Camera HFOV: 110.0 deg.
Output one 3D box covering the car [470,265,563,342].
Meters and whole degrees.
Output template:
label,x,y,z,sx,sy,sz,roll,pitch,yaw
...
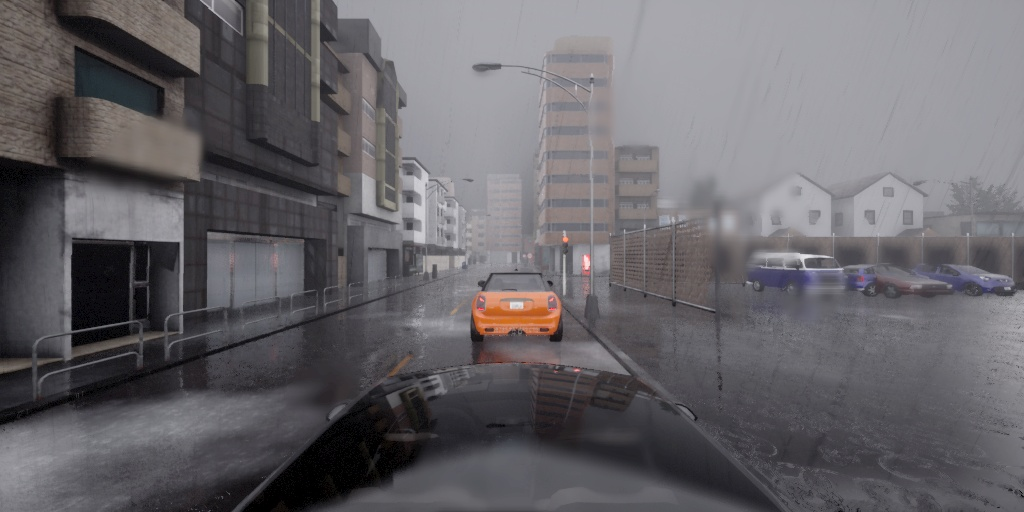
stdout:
label,x,y,z,sx,sy,sz,roll,pitch,yaw
car,0.101,1.102,9.965,2.097,1.767,4.553,0,0,0
